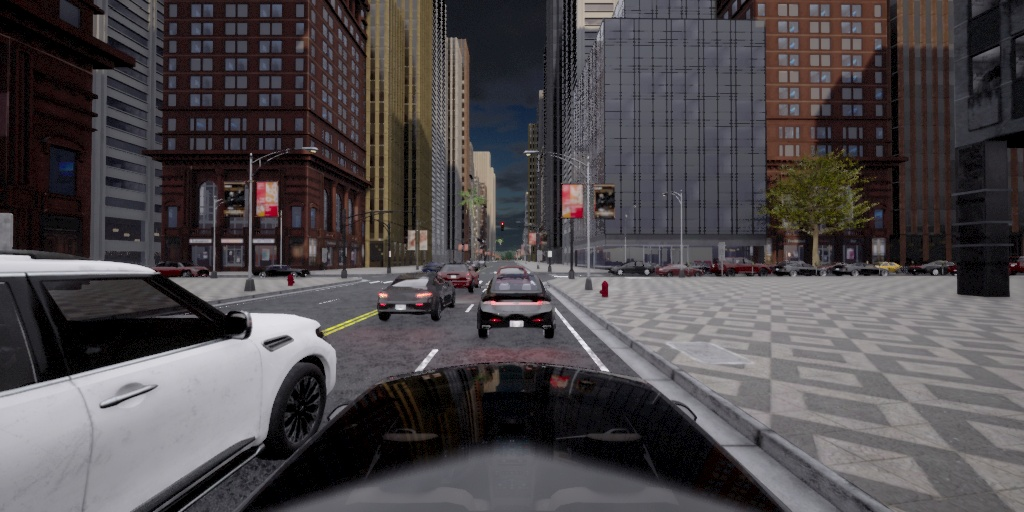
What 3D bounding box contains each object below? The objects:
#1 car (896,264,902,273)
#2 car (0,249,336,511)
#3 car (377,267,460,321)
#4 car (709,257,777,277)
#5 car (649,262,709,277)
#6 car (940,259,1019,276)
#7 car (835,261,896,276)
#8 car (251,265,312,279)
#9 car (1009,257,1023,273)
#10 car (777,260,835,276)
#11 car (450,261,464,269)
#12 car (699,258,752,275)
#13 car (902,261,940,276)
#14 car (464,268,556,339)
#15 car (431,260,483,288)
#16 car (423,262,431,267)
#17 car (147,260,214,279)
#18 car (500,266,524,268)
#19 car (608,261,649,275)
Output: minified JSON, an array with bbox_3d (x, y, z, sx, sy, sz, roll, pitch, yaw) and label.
[{"bbox_3d":[45.328,1.257,39.138,4.674,1.442,1.812,0,-1,0],"label":"car"},{"bbox_3d":[-3.150,0.972,1.874,2.150,2.045,5.566,0,0,0],"label":"car"},{"bbox_3d":[-3.149,1.287,12.437,1.812,1.442,4.674,0,0,0],"label":"car"},{"bbox_3d":[20.957,1.040,33.067,5.009,1.841,2.192,0,0,-1],"label":"car"},{"bbox_3d":[15.318,1.326,32.980,4.207,1.307,1.802,0,0,-1],"label":"car"},{"bbox_3d":[43.507,1.212,33.416,4.507,1.381,1.888,0,0,-1],"label":"car"},{"bbox_3d":[32.231,1.258,33.241,4.313,1.339,1.948,0,0,-1],"label":"car"},{"bbox_3d":[-22.397,1.526,35.011,4.718,1.301,1.895,0,-1,-3],"label":"car"},{"bbox_3d":[49.145,0.971,33.502,5.009,1.841,2.192,0,0,-1],"label":"car"},{"bbox_3d":[26.594,1.274,33.154,4.313,1.339,1.948,0,0,-1],"label":"car"},{"bbox_3d":[-9.810,1.581,64.427,1.812,1.442,4.674,0,-1,0],"label":"car"},{"bbox_3d":[23.066,1.142,38.876,4.553,1.767,2.097,0,-1,-1],"label":"car"},{"bbox_3d":[42.856,1.204,36.031,4.892,1.490,1.837,0,-1,-1],"label":"car"},{"bbox_3d":[0.099,1.248,10.124,2.128,1.511,4.902,0,0,0],"label":"car"},{"bbox_3d":[-3.148,1.141,21.417,2.097,1.767,4.553,0,0,0],"label":"car"},{"bbox_3d":[-9.995,1.475,45.778,2.033,1.411,5.357,0,0,3],"label":"car"},{"bbox_3d":[-32.299,1.326,35.023,4.553,1.767,2.097,-1,-1,0],"label":"car"},{"bbox_3d":[0.001,1.259,19.625,1.882,1.535,5.008,0,0,0],"label":"car"},{"bbox_3d":[12.851,1.326,38.718,4.892,1.490,1.837,0,-1,-1],"label":"car"}]
